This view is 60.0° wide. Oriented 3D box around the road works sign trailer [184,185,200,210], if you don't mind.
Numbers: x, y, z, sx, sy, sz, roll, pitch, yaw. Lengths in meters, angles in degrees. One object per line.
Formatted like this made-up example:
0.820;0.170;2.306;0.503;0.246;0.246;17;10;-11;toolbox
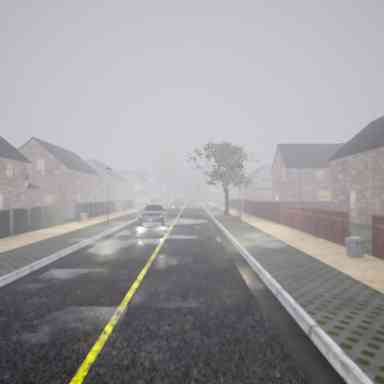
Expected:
-0.029;0.812;49.390;2.380;3.560;2.880;0;-1;0;road works sign trailer

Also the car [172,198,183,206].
-2.798;1.885;65.199;2.097;1.767;4.553;0;-1;0;car

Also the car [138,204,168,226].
-2.863;1.661;25.085;1.812;1.442;4.674;0;0;0;car
